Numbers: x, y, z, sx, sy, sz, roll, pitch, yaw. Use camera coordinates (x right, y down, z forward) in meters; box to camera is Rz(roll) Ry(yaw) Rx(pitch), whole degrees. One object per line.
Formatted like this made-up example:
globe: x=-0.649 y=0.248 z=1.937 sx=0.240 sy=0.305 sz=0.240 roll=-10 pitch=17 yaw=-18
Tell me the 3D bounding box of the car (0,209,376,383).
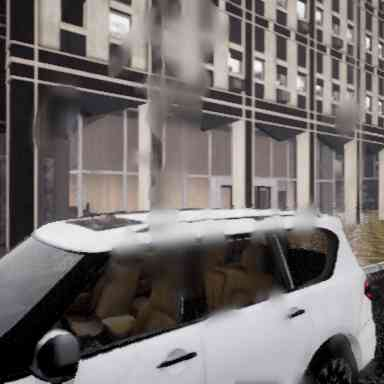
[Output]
car: x=-0.599 y=1.222 z=2.931 sx=5.566 sy=2.045 sz=2.150 roll=0 pitch=0 yaw=-35
